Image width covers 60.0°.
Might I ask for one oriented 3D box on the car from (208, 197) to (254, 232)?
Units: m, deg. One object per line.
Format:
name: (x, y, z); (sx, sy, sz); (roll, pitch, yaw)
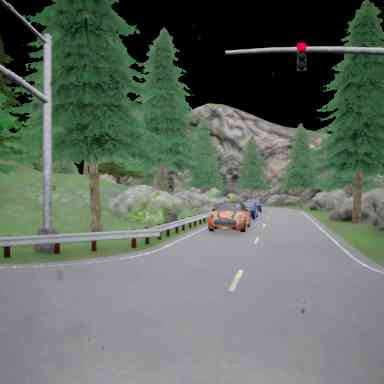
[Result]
car: (2.368, 1.383, 20.291); (2.097, 1.767, 4.553); (0, 0, 15)

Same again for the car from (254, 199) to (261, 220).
car: (4.734, 1.522, 29.116); (1.882, 1.535, 5.008); (0, 0, 15)
